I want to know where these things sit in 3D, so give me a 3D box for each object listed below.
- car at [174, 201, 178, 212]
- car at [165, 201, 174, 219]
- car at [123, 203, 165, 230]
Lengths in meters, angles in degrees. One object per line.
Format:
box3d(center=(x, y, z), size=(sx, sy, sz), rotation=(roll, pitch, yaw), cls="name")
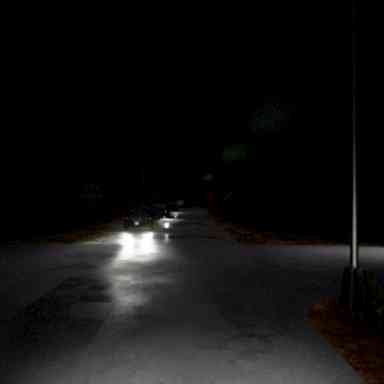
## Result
box3d(center=(-3.071, 2.080, 49.098), size=(1.882, 1.535, 5.008), rotation=(0, -1, 0), cls="car")
box3d(center=(-3.164, 1.848, 33.373), size=(1.812, 1.442, 4.674), rotation=(0, -1, 0), cls="car")
box3d(center=(-3.184, 1.578, 21.629), size=(2.128, 1.511, 4.902), rotation=(0, -1, 0), cls="car")
